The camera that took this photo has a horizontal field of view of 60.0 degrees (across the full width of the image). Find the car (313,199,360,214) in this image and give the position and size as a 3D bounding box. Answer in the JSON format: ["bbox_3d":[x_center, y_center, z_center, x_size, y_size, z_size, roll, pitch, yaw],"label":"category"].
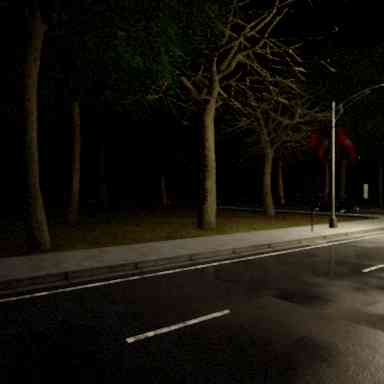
[{"bbox_3d":[14.891,1.480,34.786,1.837,1.490,4.892,0,1,-38],"label":"car"}]

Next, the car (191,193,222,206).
[{"bbox_3d":[2.157,1.179,51.631,2.150,2.045,5.566,0,0,-37],"label":"car"}]
